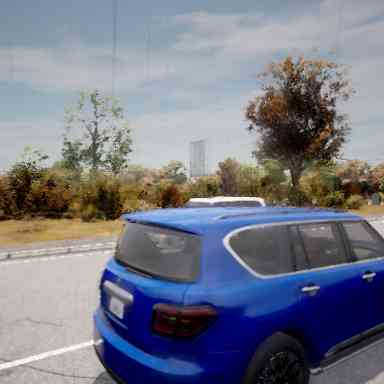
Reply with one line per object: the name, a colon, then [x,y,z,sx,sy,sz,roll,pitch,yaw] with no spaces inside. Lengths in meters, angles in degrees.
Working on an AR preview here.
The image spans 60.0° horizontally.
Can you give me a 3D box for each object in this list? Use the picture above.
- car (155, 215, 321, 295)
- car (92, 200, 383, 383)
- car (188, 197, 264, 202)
car: [1.456,1.525,9.367,4.674,1.442,1.812,0,0,-36]
car: [1.442,1.220,4.798,5.566,2.045,2.150,0,0,-36]
car: [0.774,1.221,13.192,5.566,2.045,2.150,0,0,-36]
